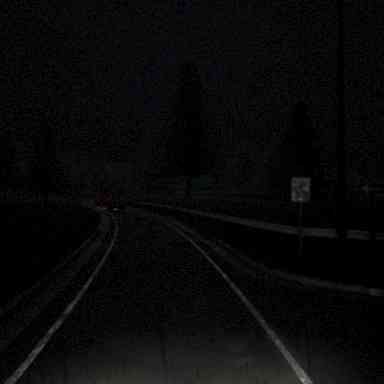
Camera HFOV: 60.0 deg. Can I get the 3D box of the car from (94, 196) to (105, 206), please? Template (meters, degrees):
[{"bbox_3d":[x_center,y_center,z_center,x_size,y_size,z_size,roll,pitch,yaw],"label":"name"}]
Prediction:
[{"bbox_3d":[-15.147,1.440,55.915,2.097,1.767,4.553,0,0,-23],"label":"car"}]

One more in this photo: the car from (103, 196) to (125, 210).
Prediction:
[{"bbox_3d":[-10.165,1.624,44.018,1.994,1.385,4.181,0,0,-22],"label":"car"}]
